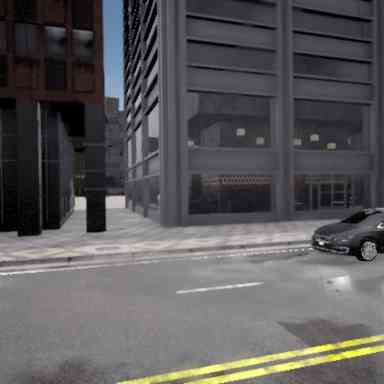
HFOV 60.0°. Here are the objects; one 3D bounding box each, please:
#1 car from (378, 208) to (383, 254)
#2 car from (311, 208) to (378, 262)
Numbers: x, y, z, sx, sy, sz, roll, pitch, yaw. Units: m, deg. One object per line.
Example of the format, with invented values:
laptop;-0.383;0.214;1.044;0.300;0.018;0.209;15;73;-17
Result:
car;7.158;1.161;7.908;4.553;1.767;2.097;-1;1;-17
car;6.343;1.298;11.057;4.892;1.490;1.837;-1;1;-17
